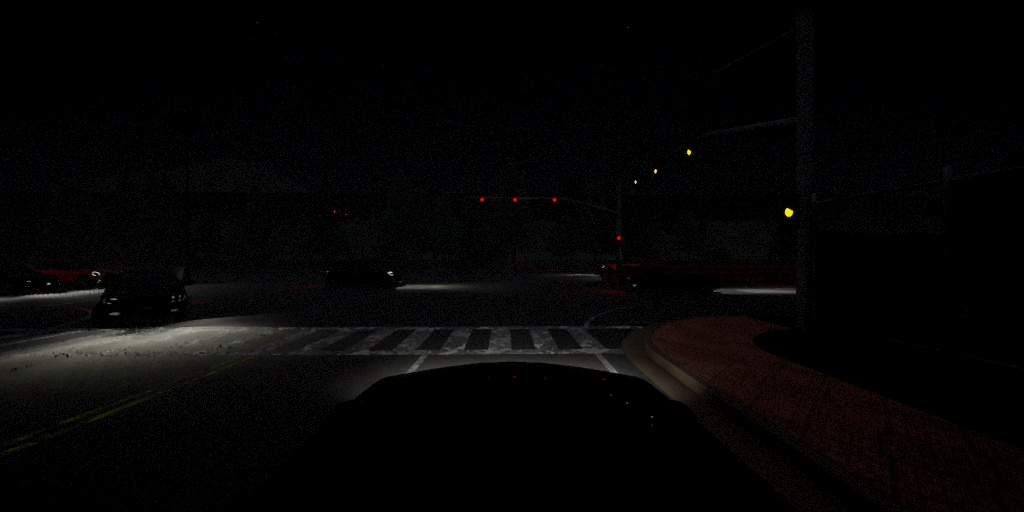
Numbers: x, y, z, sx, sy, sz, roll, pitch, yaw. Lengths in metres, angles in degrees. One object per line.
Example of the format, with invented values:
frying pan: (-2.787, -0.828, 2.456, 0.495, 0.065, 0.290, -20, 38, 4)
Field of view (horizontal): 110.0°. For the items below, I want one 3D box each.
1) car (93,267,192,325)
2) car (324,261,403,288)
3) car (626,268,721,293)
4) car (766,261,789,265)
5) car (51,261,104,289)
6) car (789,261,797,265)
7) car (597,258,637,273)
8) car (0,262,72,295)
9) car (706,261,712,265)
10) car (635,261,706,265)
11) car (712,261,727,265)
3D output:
car: (-12.293, 1.228, 12.102, 1.882, 1.535, 5.008, 2, -1, -45)
car: (-9.515, 1.102, 23.266, 4.553, 1.767, 2.097, 0, 0, -2)
car: (9.125, 1.351, 20.348, 4.718, 1.301, 1.895, 0, 0, -2)
car: (22.960, 1.351, 31.485, 4.718, 1.301, 1.895, 0, 0, -2)
car: (-27.402, 1.094, 22.710, 4.553, 1.767, 2.097, 0, 0, -2)
car: (22.147, 1.242, 24.257, 4.902, 1.511, 2.128, 0, 0, -2)
car: (11.415, 1.102, 38.128, 4.553, 1.767, 2.097, 0, 0, -2)
car: (-27.347, 1.246, 19.210, 4.892, 1.490, 1.837, 0, 0, -2)
car: (16.349, 1.276, 34.779, 4.674, 1.442, 1.812, 0, 0, -2)
car: (13.705, 1.255, 31.196, 4.892, 1.490, 1.837, 0, 0, -2)
car: (20.532, 1.255, 38.413, 4.892, 1.490, 1.837, 0, 0, -2)
